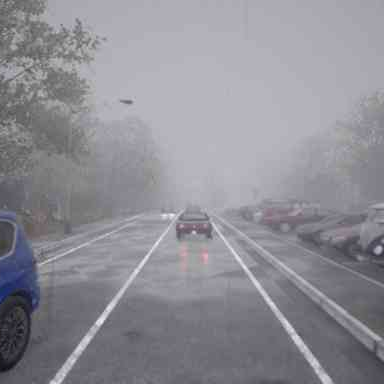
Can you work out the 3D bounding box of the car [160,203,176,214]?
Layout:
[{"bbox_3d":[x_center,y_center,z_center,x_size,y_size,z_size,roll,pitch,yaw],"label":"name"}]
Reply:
[{"bbox_3d":[-3.297,2.215,46.258,2.128,1.511,4.902,0,-2,0],"label":"car"}]

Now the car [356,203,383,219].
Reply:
[{"bbox_3d":[20.000,1.898,34.140,5.366,1.575,1.946,0,-1,0],"label":"car"}]

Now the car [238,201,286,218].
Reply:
[{"bbox_3d":[7.137,1.781,34.375,4.553,1.767,2.185,0,-1,0],"label":"car"}]

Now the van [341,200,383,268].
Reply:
[{"bbox_3d":[6.953,1.295,9.398,4.442,1.987,1.878,0,-1,0],"label":"van"}]

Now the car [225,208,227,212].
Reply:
[{"bbox_3d":[6.933,2.078,42.689,5.366,1.575,1.946,0,-1,0],"label":"car"}]

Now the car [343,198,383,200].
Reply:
[{"bbox_3d":[20.217,1.698,36.912,5.566,2.045,2.435,0,-1,0],"label":"car"}]

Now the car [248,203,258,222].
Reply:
[{"bbox_3d":[7.096,1.816,26.049,4.674,1.452,2.002,0,-1,0],"label":"car"}]

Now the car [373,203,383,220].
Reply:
[{"bbox_3d":[20.175,1.857,31.373,4.892,1.521,2.231,0,-1,0],"label":"car"}]

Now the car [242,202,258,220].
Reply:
[{"bbox_3d":[7.127,1.848,28.825,4.792,1.488,2.163,0,-1,0],"label":"car"}]

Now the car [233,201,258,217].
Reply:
[{"bbox_3d":[7.074,1.610,31.605,5.566,2.045,2.435,0,-1,0],"label":"car"}]

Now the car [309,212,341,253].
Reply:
[{"bbox_3d":[7.076,1.603,12.170,4.674,1.452,2.002,0,-1,0],"label":"car"}]

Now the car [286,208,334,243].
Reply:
[{"bbox_3d":[7.048,1.635,14.947,4.792,1.488,2.163,0,-1,0],"label":"car"}]

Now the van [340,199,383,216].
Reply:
[{"bbox_3d":[20.311,1.785,39.803,4.442,1.987,1.878,0,-1,0],"label":"van"}]

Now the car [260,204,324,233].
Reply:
[{"bbox_3d":[7.091,1.691,20.498,5.008,1.535,2.097,0,-1,0],"label":"car"}]

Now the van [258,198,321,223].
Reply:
[{"bbox_3d":[7.207,1.508,23.277,4.442,1.987,1.878,0,-1,0],"label":"van"}]

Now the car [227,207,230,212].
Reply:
[{"bbox_3d":[7.120,2.016,39.920,4.892,1.521,2.231,0,-1,0],"label":"car"}]

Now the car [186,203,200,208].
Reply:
[{"bbox_3d":[0.132,2.097,41.992,2.128,1.511,4.902,0,-2,0],"label":"car"}]

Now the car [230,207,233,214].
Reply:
[{"bbox_3d":[7.117,1.956,37.149,5.008,1.535,2.097,0,-1,0],"label":"car"}]

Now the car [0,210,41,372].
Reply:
[{"bbox_3d":[-3.349,1.239,2.787,2.150,2.045,5.566,0,0,0],"label":"car"}]

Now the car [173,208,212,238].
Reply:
[{"bbox_3d":[0.110,1.786,19.000,1.895,1.301,4.718,0,-1,0],"label":"car"}]
